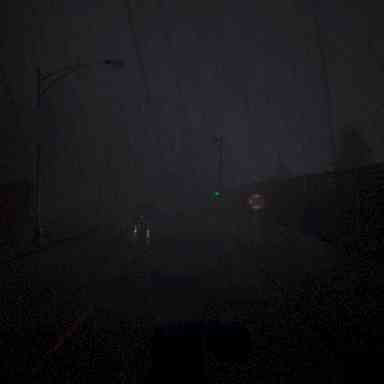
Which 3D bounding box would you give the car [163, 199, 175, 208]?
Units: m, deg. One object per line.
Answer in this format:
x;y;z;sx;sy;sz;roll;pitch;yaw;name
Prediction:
-3.978;1.900;55.864;2.128;1.511;4.902;0;0;0;car

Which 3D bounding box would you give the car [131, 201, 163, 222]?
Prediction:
-3.989;1.697;28.797;2.128;1.511;4.902;0;0;0;car
